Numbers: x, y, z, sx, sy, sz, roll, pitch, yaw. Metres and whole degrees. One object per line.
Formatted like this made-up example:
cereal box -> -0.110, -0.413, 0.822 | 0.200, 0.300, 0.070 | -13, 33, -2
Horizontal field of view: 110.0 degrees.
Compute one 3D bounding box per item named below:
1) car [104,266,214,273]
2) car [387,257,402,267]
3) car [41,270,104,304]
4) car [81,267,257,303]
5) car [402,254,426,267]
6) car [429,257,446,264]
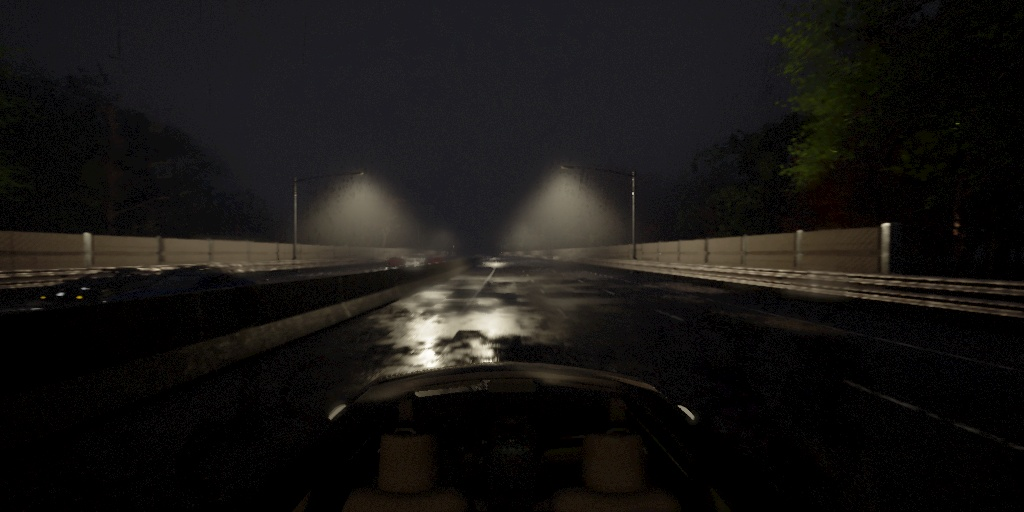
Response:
car -> -14.139, 1.233, 15.772 | 1.837, 1.490, 4.892 | 0, 0, 0
car -> -18.353, 0.901, 56.933 | 1.882, 1.535, 5.008 | 0, 0, -1
car -> -17.639, 1.296, 15.996 | 1.994, 1.385, 4.181 | 0, 0, 0
car -> -10.622, 1.269, 11.984 | 1.812, 1.442, 4.674 | 0, 0, 0
car -> -14.812, 0.688, 55.584 | 2.150, 2.045, 5.566 | 0, 0, -1
car -> -11.280, 0.917, 54.621 | 1.882, 1.535, 5.008 | 0, 0, -1
